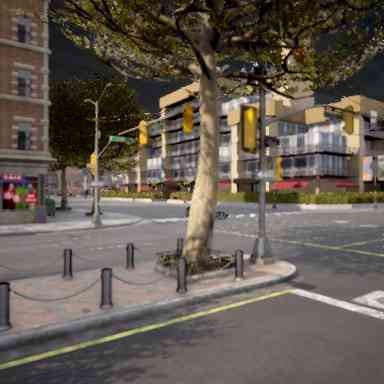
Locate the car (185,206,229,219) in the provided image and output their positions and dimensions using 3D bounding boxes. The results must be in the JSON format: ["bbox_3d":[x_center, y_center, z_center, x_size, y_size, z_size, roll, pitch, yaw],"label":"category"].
[{"bbox_3d":[1.175,1.578,27.988,1.994,1.385,4.181,0,0,-36],"label":"car"}]
